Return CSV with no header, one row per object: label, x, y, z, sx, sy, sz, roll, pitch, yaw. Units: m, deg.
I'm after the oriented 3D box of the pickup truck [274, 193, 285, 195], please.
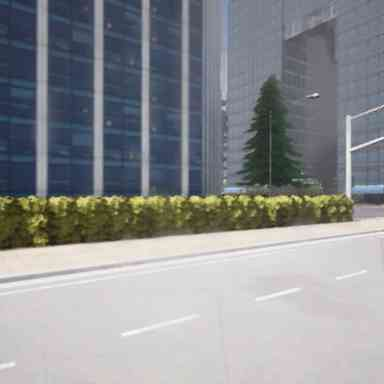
pickup truck,18.274,1.242,70.178,2.390,2.098,6.274,0,0,-5
